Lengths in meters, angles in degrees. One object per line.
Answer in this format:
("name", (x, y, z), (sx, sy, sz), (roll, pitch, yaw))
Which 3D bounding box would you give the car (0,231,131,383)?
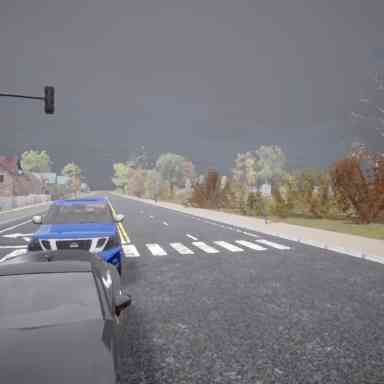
("car", (-1.743, 1.524, 3.965), (1.812, 1.442, 4.674), (0, 0, -12))

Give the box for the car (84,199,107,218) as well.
("car", (-8.973, 1.459, 31.248), (1.882, 1.535, 5.008), (0, 0, -15))

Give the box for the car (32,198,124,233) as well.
("car", (-3.342, 1.218, 10.064), (2.150, 2.045, 5.566), (0, 0, -15))

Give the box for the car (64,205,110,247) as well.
("car", (-4.961, 1.498, 16.147), (1.837, 1.490, 4.892), (0, 0, -15))
